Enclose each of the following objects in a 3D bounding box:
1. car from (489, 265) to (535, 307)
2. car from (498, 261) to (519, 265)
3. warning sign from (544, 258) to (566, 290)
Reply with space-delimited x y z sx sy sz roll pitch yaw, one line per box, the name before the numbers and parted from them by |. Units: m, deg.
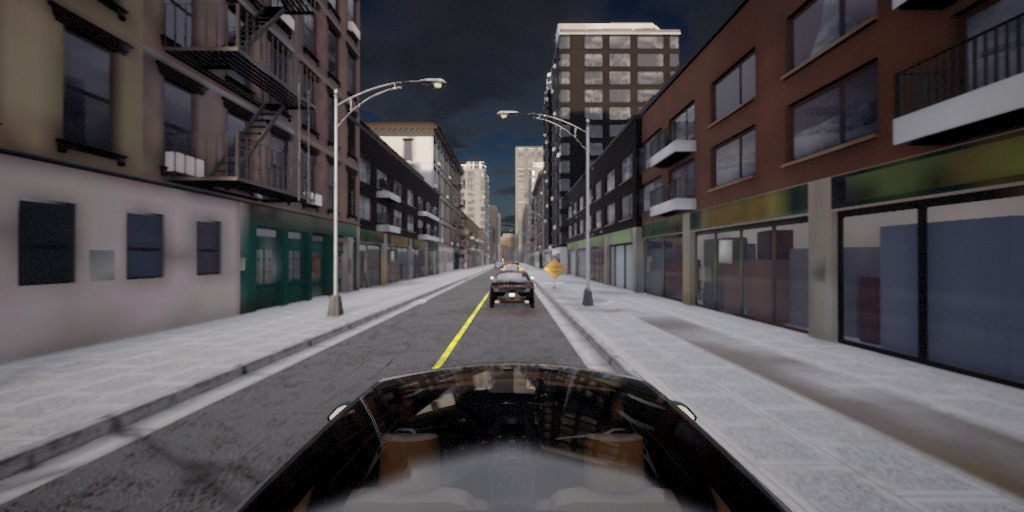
car | 0.007 1.364 16.323 1.882 1.535 5.008 0 0 0
car | 0.008 1.508 31.327 1.882 1.535 5.008 0 0 0
warning sign | 2.518 1.047 21.137 1.300 1.860 1.060 0 0 0
